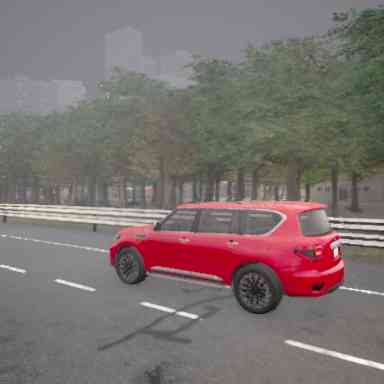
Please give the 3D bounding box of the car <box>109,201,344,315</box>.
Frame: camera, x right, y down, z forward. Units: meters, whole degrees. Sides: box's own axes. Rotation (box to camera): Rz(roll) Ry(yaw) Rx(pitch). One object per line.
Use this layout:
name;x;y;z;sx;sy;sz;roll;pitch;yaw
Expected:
car;0.515;1.223;7.801;5.566;2.045;2.150;0;0;36
